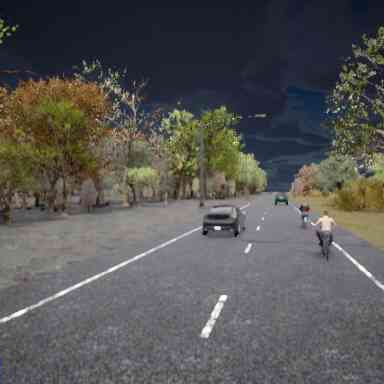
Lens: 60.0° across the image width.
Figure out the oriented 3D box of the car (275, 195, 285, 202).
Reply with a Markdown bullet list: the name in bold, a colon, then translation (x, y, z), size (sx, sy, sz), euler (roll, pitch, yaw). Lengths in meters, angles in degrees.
- **car**: translation (18.982, 1.361, 71.812), size (1.882, 1.535, 5.008), euler (0, 0, 14)

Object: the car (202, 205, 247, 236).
- **car**: translation (1.838, 1.473, 18.316), size (1.837, 1.490, 4.892), euler (0, 0, 14)

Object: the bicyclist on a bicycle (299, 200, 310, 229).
- **bicyclist on a bicycle**: translation (6.800, 1.337, 20.103), size (0.659, 1.776, 1.843), euler (0, 0, 14)

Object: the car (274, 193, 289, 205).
- **car**: translation (15.218, 1.130, 56.632), size (2.150, 2.045, 5.566), euler (0, 0, 14)

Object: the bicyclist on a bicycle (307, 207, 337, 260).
- **bicyclist on a bicycle**: translation (4.538, 1.417, 11.334), size (0.866, 1.612, 1.509), euler (0, 0, 15)
